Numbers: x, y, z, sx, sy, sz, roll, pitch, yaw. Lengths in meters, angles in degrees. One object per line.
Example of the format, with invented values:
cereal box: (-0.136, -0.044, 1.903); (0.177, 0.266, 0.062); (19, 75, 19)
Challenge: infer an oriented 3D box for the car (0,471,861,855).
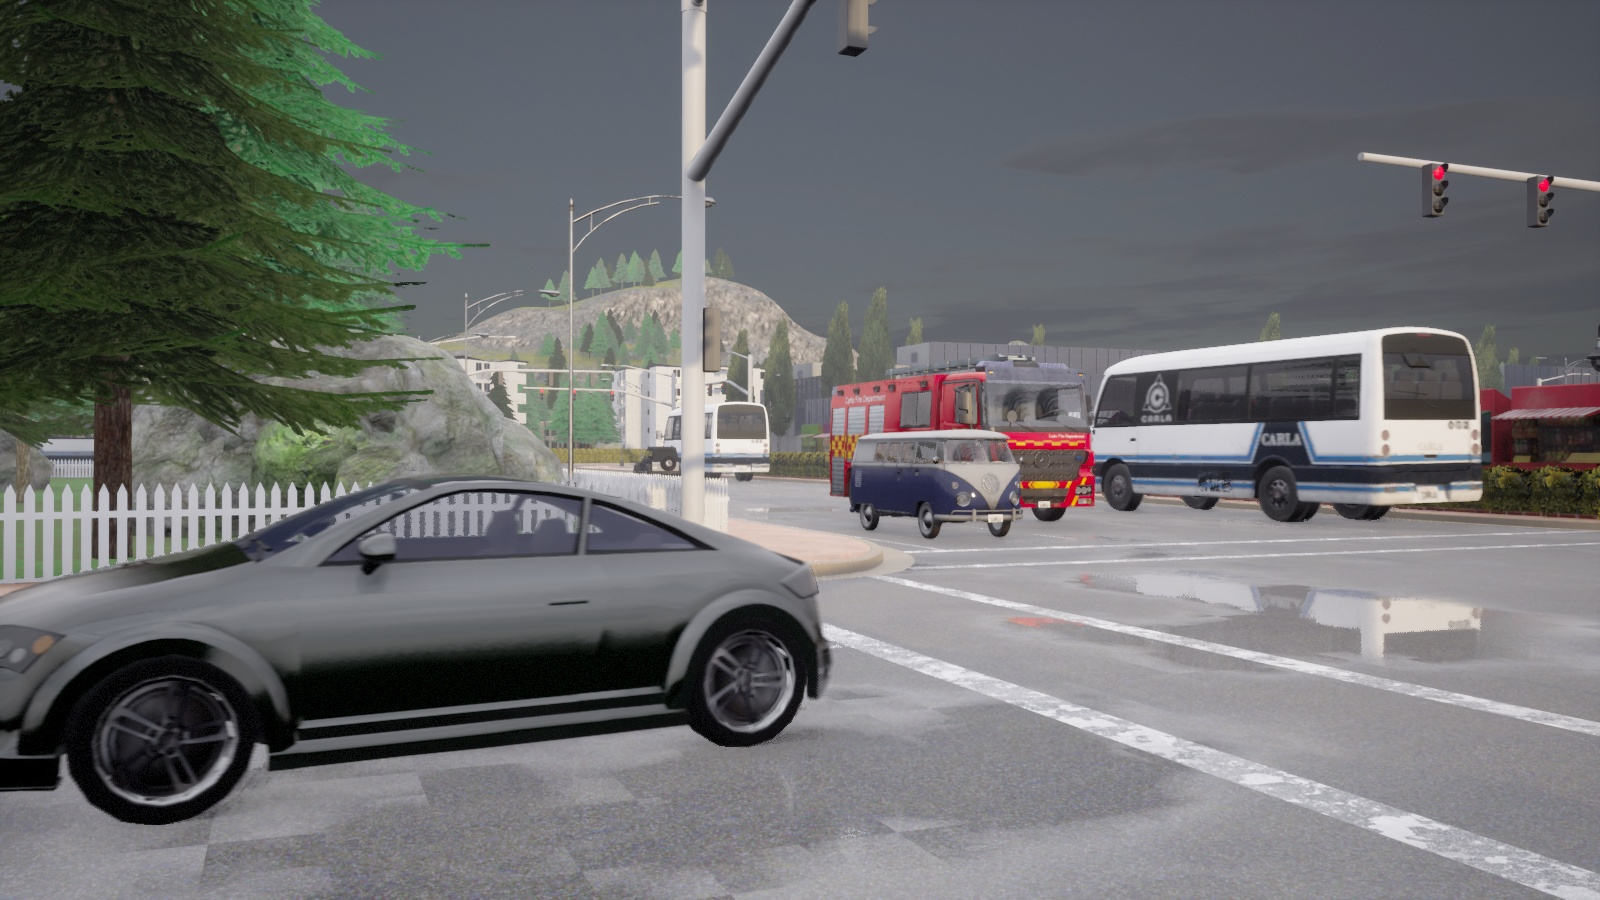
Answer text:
car: (-1.994, 0.829, 6.423); (4.181, 1.385, 1.994); (0, 0, -29)

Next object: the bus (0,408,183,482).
bus: (-42.870, -0.301, 75.260); (10.273, 4.253, 3.944); (0, 0, -21)

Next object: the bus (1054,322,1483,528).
bus: (11.070, -0.523, 31.463); (3.944, 4.253, 10.273); (-1, 0, -24)

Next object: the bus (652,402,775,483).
bus: (-5.085, -0.391, 71.120); (3.944, 4.253, 10.273); (0, 0, -22)

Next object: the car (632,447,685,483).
car: (-7.748, 0.780, 68.369); (1.905, 1.878, 3.866); (0, 0, -22)

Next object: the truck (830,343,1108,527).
truck: (3.741, -0.298, 30.549); (2.891, 3.827, 8.468); (0, 0, -22)

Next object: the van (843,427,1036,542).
van: (2.553, 0.607, 24.141); (1.775, 1.987, 4.442); (0, 0, -22)
